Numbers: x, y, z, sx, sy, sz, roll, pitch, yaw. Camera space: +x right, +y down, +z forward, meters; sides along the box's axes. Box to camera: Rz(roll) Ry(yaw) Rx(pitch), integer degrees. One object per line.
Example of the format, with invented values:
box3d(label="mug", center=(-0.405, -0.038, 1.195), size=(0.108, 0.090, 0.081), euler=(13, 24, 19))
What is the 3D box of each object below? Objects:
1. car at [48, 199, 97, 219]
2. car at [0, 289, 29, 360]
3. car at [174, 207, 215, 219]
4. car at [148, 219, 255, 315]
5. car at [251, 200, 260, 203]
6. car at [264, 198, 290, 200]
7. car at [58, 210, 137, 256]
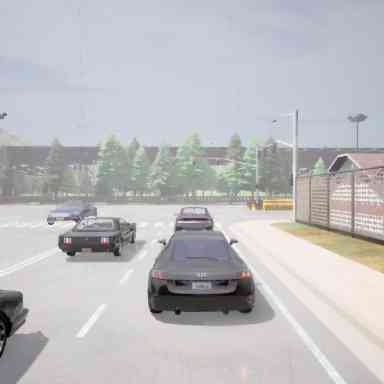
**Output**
box3d(label="car", center=(-6.997, 1.139, 19.911), size=(1.812, 1.442, 4.674), euler=(0, 0, 0))
box3d(label="car", center=(-3.399, 1.547, 2.579), size=(2.033, 1.411, 5.357), euler=(0, 0, 0))
box3d(label="car", center=(0.119, 1.492, 16.556), size=(2.128, 1.511, 4.902), euler=(0, 0, 1))
box3d(label="car", center=(0.147, 1.564, 7.653), size=(1.994, 1.385, 4.181), euler=(0, 0, -1))
box3d(label="car", center=(11.752, 1.601, 52.362), size=(4.718, 1.301, 1.895), euler=(0, 0, -2))
box3d(label="car", center=(12.289, 1.601, 45.343), size=(4.718, 1.301, 1.895), euler=(0, 0, -3))
box3d(label="car", center=(-3.398, 1.601, 12.973), size=(1.895, 1.301, 4.718), euler=(0, 0, 0))
